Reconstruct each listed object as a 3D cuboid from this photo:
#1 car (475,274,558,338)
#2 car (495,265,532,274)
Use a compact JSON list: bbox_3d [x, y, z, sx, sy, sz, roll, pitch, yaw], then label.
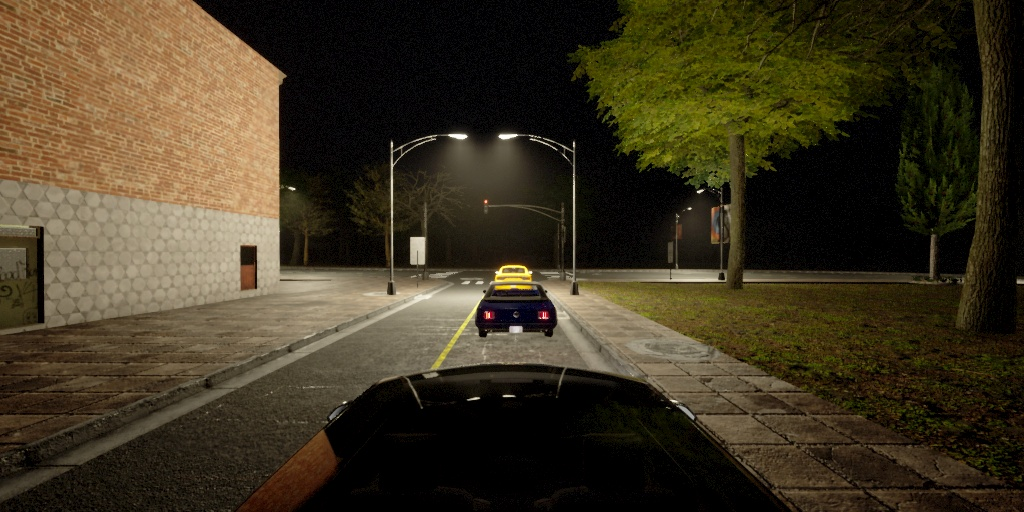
[{"bbox_3d":[0.093,1.357,10.230,1.895,1.301,4.718,0,0,0],"label":"car"},{"bbox_3d":[0.089,1.255,19.574,1.882,1.535,5.008,0,0,1],"label":"car"}]
